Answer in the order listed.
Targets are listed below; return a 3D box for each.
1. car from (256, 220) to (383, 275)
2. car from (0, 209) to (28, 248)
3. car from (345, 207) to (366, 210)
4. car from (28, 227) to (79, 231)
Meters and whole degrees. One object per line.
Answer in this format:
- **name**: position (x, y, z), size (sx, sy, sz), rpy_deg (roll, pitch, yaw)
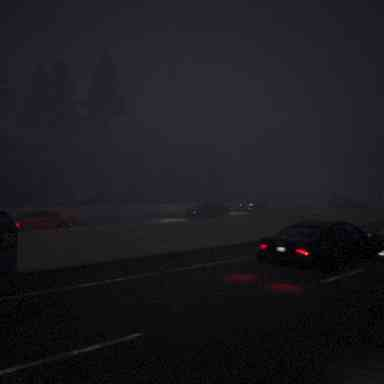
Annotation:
- **car**: position (4.319, 1.617, 10.742), size (5.357, 1.411, 2.033), rpy_deg (0, -1, -41)
- **car**: position (-9.841, 1.544, 14.235), size (4.553, 1.767, 2.097), rpy_deg (0, -1, -36)
- **car**: position (22.174, 1.788, 43.438), size (2.033, 1.411, 5.357), rpy_deg (-1, -1, 41)
- **car**: position (-9.066, 1.708, 19.109), size (5.008, 1.535, 1.882), rpy_deg (0, -1, -37)
